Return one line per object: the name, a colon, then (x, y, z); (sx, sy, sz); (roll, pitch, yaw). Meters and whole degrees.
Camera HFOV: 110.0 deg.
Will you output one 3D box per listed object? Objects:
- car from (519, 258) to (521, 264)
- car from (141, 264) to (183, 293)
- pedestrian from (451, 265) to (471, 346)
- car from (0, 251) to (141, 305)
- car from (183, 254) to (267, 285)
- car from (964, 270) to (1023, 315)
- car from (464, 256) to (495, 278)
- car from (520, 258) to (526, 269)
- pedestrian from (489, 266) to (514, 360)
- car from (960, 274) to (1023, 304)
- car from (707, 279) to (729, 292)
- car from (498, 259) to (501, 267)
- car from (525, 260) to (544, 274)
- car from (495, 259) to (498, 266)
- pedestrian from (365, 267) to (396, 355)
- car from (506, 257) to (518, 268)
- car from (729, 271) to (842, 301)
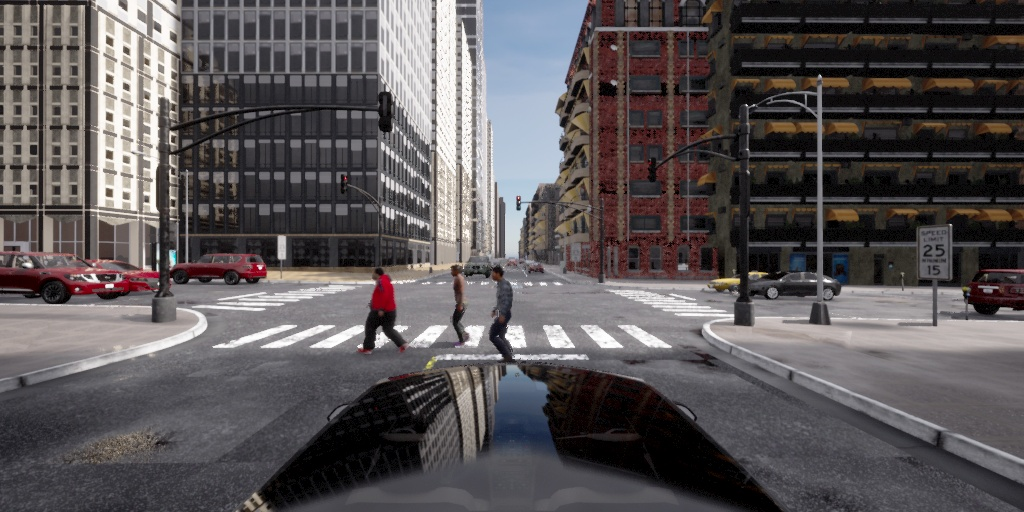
car: (2.703, 1.320, 60.293); (2.007, 1.370, 4.403); (0, 0, 0)
car: (-18.158, 0.916, 15.960); (5.008, 1.535, 1.882); (1, 0, 0)
pedestrian: (-1.154, 1.044, 7.866); (0.375, 1.860, 0.375); (0, 0, 0)
car: (-17.573, 0.757, 13.373); (5.009, 1.841, 2.192); (0, 0, 0)
car: (-17.706, 0.776, 21.753); (5.009, 1.841, 2.192); (0, 0, 0)
car: (20.601, 1.461, 13.731); (5.009, 1.841, 2.192); (0, 0, 0)
car: (-3.093, 0.977, 33.630); (2.150, 2.045, 5.566); (0, 0, 0)
car: (2.701, 1.317, 54.645); (2.007, 1.370, 4.403); (0, 0, 0)
pedestrian: (-0.174, 1.044, 6.465); (0.375, 1.860, 0.375); (0, 0, 0)
car: (27.908, 1.818, 19.550); (4.674, 1.442, 1.812); (1, 0, 0)
car: (14.634, 1.587, 22.028); (4.829, 1.417, 1.751); (0, 0, 0)
car: (-3.025, 1.250, 64.357); (1.882, 1.535, 5.008); (0, 0, 0)
car: (2.749, 1.341, 41.728); (1.802, 1.307, 4.207); (0, 0, 0)
car: (-3.084, 1.287, 45.791); (1.812, 1.442, 4.674); (0, 0, 0)
pedestrian: (-2.618, 1.044, 7.165); (0.375, 1.860, 0.375); (0, 0, 0)
car: (0.013, 1.298, 63.911); (1.812, 1.442, 4.674); (0, 0, 0)
car: (14.946, 1.562, 19.444); (4.892, 1.490, 1.837); (1, 0, 0)
